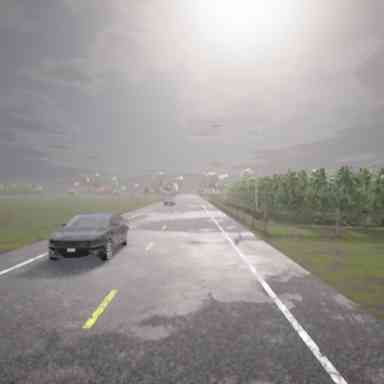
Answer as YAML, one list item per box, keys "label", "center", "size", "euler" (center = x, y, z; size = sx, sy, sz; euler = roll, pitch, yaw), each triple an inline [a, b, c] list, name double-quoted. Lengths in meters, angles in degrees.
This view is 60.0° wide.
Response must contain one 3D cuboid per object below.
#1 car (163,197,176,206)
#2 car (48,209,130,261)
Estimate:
- label: "car"
  center: [-3.563, 1.447, 53.178]
  size: [2.033, 1.411, 5.357]
  euler: [0, 0, 1]
- label: "car"
  center: [-3.598, 1.457, 12.411]
  size: [1.882, 1.535, 5.008]
  euler: [0, 0, 0]
